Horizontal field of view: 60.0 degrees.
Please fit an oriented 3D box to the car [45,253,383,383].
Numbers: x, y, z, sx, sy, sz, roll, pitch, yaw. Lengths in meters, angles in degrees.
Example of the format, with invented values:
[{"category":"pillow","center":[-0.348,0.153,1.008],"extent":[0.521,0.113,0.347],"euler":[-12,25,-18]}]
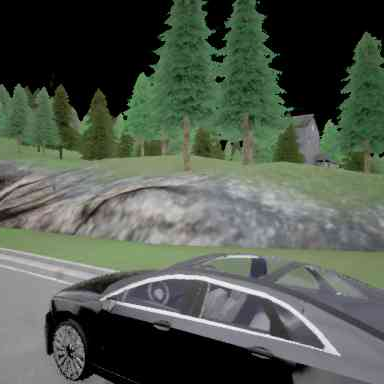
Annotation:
[{"category":"car","center":[0.267,1.490,3.803],"extent":[4.902,1.511,2.128],"euler":[0,0,36]}]
